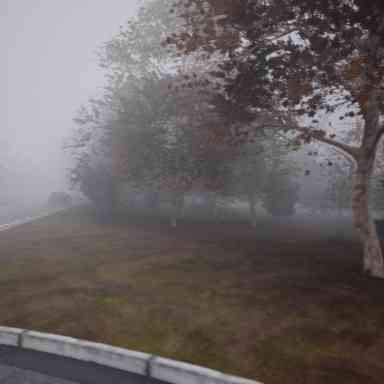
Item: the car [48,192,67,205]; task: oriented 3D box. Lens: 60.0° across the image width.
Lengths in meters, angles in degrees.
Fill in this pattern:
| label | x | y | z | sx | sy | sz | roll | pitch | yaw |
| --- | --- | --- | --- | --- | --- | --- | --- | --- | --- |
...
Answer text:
| label | x | y | z | sx | sy | sz | roll | pitch | yaw |
| --- | --- | --- | --- | --- | --- | --- | --- | --- | --- |
| car | -17.639 | 0.759 | 44.468 | 2.097 | 1.767 | 4.553 | 0 | 1 | -11 |
